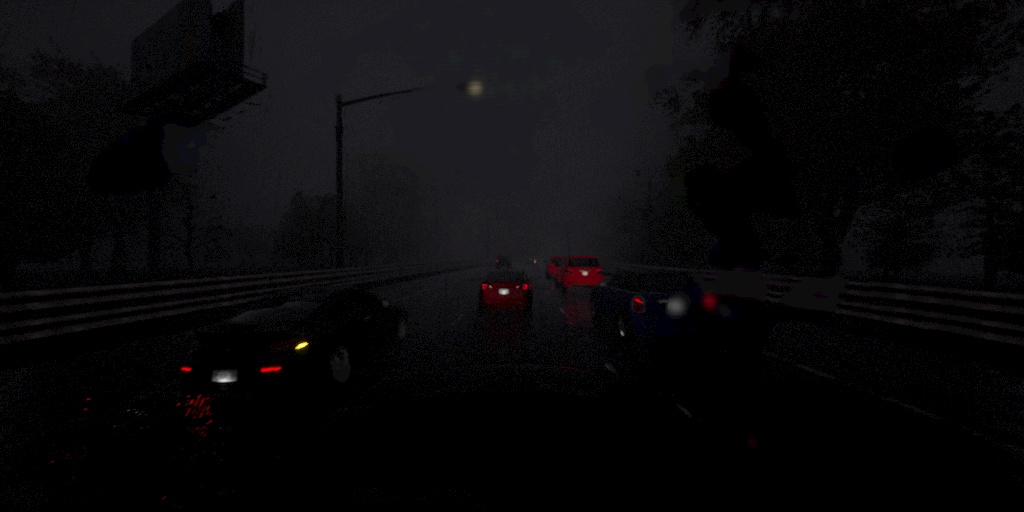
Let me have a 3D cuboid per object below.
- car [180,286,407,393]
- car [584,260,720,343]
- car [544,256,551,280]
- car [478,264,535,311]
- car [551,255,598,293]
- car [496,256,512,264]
[{"bbox_3d":[-3.407,1.267,6.583,1.812,1.442,4.674,0,0,1],"label":"car"},{"bbox_3d":[3.539,1.103,9.813,2.097,1.767,4.553,0,0,1],"label":"car"},{"bbox_3d":[4.084,0.973,31.621,2.150,2.045,5.566,0,0,2],"label":"car"},{"bbox_3d":[-0.154,1.248,14.525,2.163,1.488,4.792,0,0,3],"label":"car"},{"bbox_3d":[3.736,0.970,20.749,2.150,2.045,5.566,0,0,1],"label":"car"},{"bbox_3d":[-1.318,0.959,59.140,2.150,2.045,5.566,1,0,5],"label":"car"}]
